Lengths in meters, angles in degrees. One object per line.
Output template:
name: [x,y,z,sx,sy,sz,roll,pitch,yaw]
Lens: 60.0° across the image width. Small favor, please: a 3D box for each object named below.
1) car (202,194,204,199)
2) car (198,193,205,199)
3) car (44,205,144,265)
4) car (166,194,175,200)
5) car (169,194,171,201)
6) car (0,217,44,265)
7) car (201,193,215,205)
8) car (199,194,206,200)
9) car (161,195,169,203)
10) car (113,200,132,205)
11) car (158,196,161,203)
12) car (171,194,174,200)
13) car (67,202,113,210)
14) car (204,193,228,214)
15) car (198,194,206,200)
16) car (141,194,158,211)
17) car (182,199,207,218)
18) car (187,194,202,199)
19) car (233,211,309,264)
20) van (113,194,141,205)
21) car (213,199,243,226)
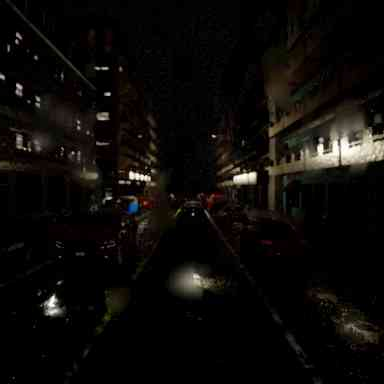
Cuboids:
car: [2.661,1.177,45.008,2.192,1.841,5.009,-1,0,0]
car: [2.644,1.152,95.426,1.967,1.590,4.097,-1,0,0]
car: [-3.096,1.441,11.700,1.882,1.535,5.008,0,0,0]
car: [-5.732,1.279,89.850,2.008,1.369,4.403,-1,0,0]
car: [-5.724,1.377,67.442,1.802,1.307,4.206,-1,0,0]
car: [-5.670,1.546,11.422,1.802,1.307,4.206,-1,0,0]
car: [2.657,1.143,56.212,2.192,1.841,5.009,-1,0,0]
car: [2.650,1.270,84.392,1.752,1.417,4.829,-1,0,0]
car: [-5.722,1.394,61.840,1.802,1.307,4.206,-1,0,0]
car: [-5.675,1.481,22.626,2.008,1.369,4.403,-1,0,0]
car: [-5.723,1.413,45.034,2.008,1.369,4.403,-1,0,0]
car: [-5.728,1.313,78.647,2.008,1.369,4.403,-1,0,0]
car: [-5.674,1.387,17.024,1.967,1.590,4.097,-1,0,0]
car: [2.665,1.211,33.804,2.192,1.841,5.009,-1,0,0]
car: [2.648,1.295,89.825,1.947,1.339,4.313,-1,0,0]
car: [-5.707,1.194,39.431,2.192,1.841,5.009,-1,0,0]
car: [0.091,1.511,29.016,1.895,1.301,4.718,0,0,0]
car: [0.085,1.369,44.728,1.837,1.490,4.892,0,1,0]
car: [2.677,1.546,11.397,1.802,1.307,4.206,-1,0,0]
van: [-5.680,1.254,28.227,1.690,1.788,3.998,-1,0,0]
car: [2.672,1.455,22.770,1.752,1.417,4.829,-1,0,0]
